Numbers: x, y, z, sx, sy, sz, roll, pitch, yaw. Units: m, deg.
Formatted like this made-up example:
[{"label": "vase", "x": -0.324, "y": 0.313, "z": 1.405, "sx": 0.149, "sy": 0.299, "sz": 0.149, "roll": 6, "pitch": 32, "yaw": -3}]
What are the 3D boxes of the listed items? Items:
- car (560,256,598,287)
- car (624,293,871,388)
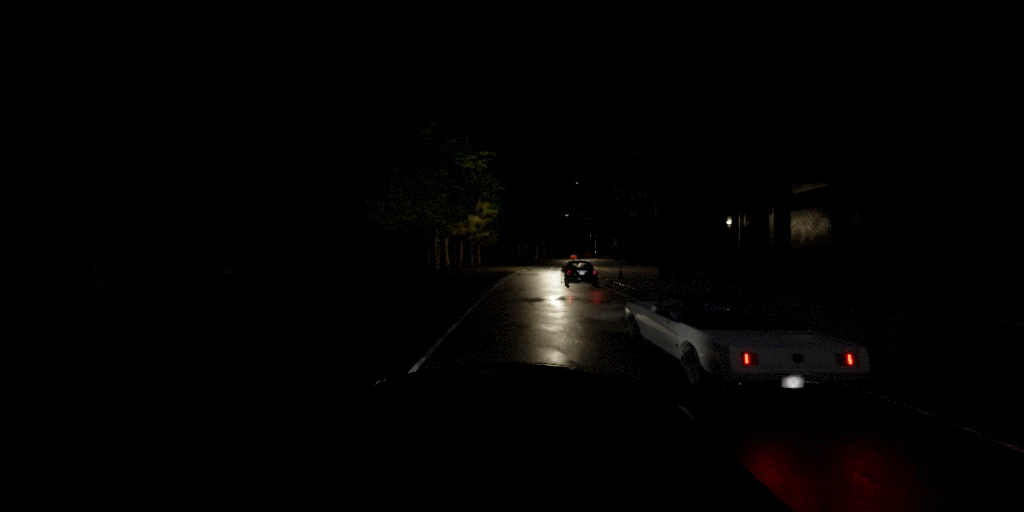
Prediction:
[{"label": "car", "x": 4.438, "y": 1.078, "z": 24.146, "sx": 2.097, "sy": 1.767, "sz": 4.553, "roll": 0, "pitch": 0, "yaw": 4}, {"label": "car", "x": 3.675, "y": 1.350, "z": 6.865, "sx": 1.895, "sy": 1.301, "sz": 4.718, "roll": 0, "pitch": 0, "yaw": 1}]
